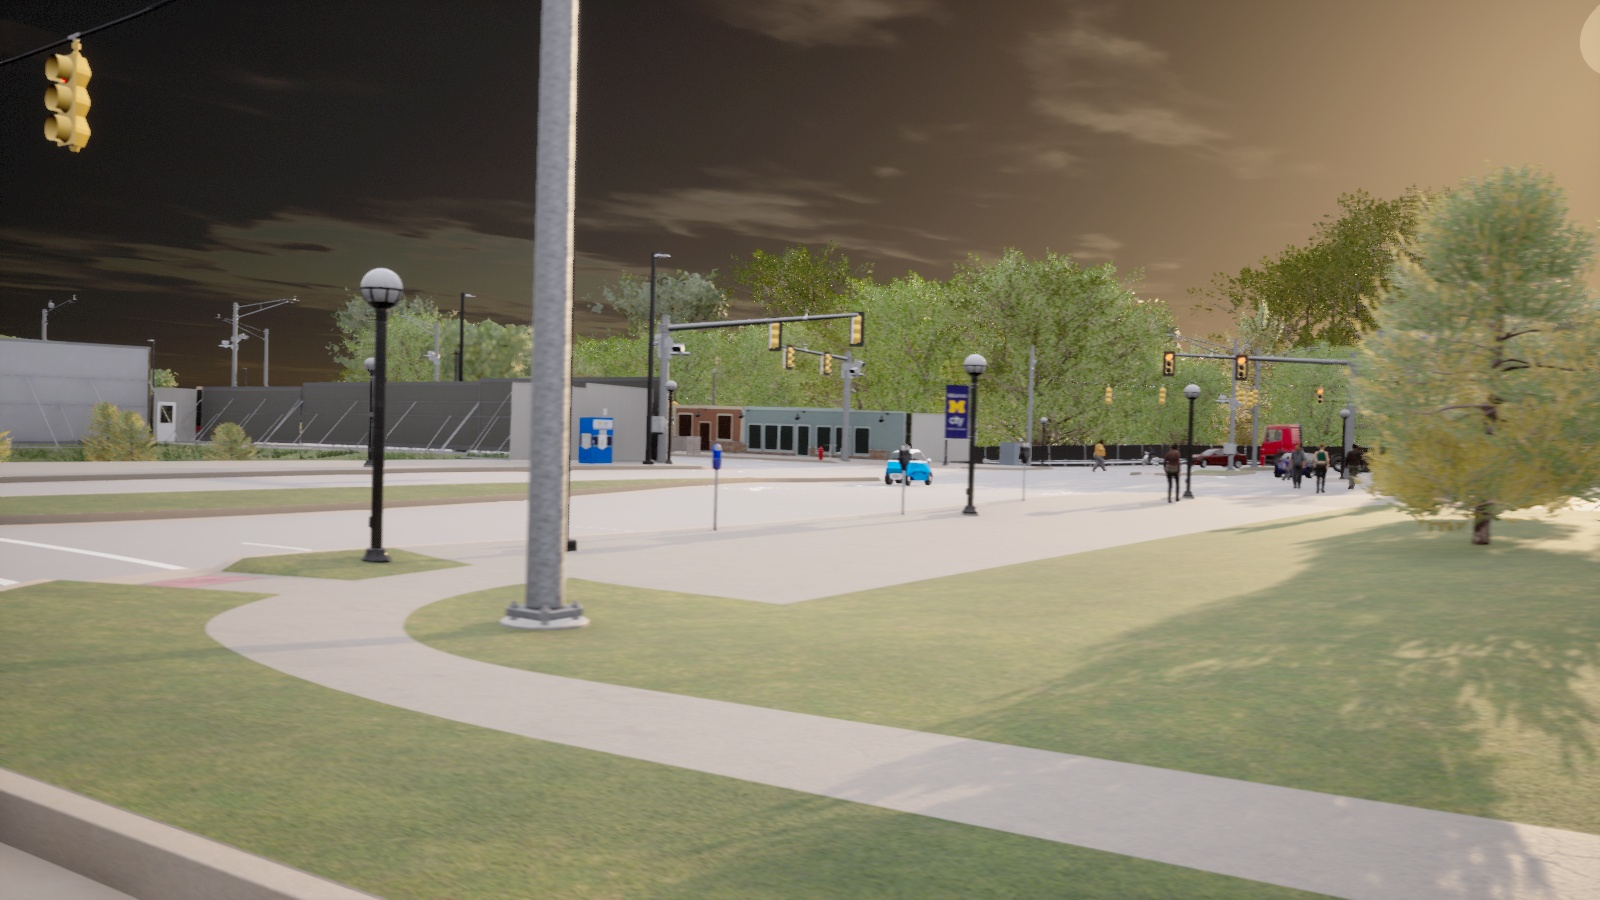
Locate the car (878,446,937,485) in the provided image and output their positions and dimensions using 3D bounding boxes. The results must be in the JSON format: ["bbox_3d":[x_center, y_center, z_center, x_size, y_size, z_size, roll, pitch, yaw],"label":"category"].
[{"bbox_3d":[4.075,0.564,47.294,1.481,1.376,2.207,1,1,27],"label":"car"}]

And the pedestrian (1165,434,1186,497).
[{"bbox_3d":[11.065,0.445,36.985,0.328,1.805,0.869,2,2,33],"label":"pedestrian"}]

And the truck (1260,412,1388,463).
[{"bbox_3d":[37.113,-0.821,89.029,7.936,3.462,2.891,0,0,35],"label":"truck"}]

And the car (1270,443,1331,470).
[{"bbox_3d":[28.433,0.372,71.282,2.163,1.488,4.792,0,-1,35],"label":"car"}]

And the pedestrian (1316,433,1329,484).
[{"bbox_3d":[19.061,0.303,45.781,0.345,1.836,0.594,2,2,27],"label":"pedestrian"}]

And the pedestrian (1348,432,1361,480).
[{"bbox_3d":[21.646,0.231,49.027,0.431,1.840,0.703,1,2,24],"label":"pedestrian"}]

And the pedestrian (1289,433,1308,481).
[{"bbox_3d":[19.367,0.252,48.760,0.540,1.848,0.694,2,2,31],"label":"pedestrian"}]

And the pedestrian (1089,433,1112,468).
[{"bbox_3d":[16.277,0.009,68.015,0.900,1.855,0.874,2,2,41],"label":"pedestrian"}]
